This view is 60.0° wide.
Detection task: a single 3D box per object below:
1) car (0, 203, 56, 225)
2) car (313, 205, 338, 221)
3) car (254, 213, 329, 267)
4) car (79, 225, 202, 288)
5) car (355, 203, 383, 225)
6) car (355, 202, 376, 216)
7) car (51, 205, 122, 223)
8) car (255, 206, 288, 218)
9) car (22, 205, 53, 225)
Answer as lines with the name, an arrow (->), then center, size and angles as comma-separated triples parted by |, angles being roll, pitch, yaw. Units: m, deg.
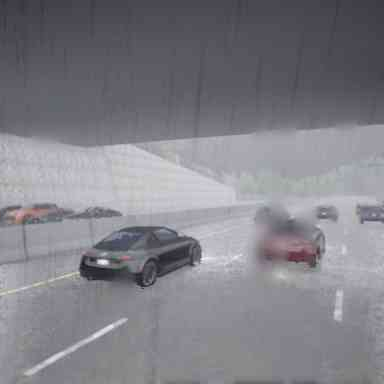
car -> -12.761, 1.692, 26.983 | 2.097, 1.767, 4.553 | -1, -1, 25
car -> 12.013, 1.816, 29.852 | 1.994, 1.385, 4.181 | -1, -1, 25
car -> 3.673, 1.673, 12.113 | 1.994, 1.385, 4.181 | -1, -1, 25
car -> -1.282, 1.672, 9.809 | 1.994, 1.385, 4.181 | -1, -1, 25
car -> 14.213, 1.752, 26.305 | 2.033, 1.411, 5.357 | -1, -1, 25
car -> 19.606, 1.899, 37.779 | 1.895, 1.301, 4.718 | -1, -1, 25
car -> -6.870, 1.763, 23.058 | 2.128, 1.511, 4.902 | -1, -1, 25
car -> 6.308, 1.786, 25.942 | 2.033, 1.411, 5.357 | -1, -1, 25
car -> -9.945, 1.867, 24.743 | 1.994, 1.385, 4.181 | -1, -1, 25
